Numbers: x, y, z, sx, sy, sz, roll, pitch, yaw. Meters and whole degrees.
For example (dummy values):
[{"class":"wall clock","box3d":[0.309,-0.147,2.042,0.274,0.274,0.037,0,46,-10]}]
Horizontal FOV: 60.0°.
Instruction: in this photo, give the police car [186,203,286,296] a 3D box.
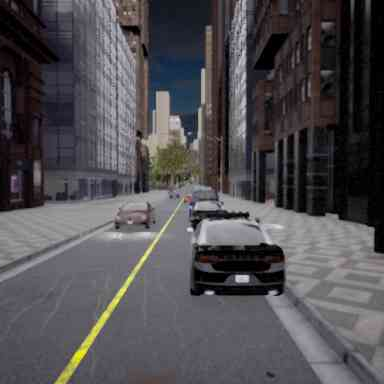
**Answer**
[{"class":"police car","box3d":[0.892,1.298,8.492,1.930,1.638,5.238,0,1,0]}]

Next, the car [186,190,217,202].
[{"class":"car","box3d":[0.873,0.856,24.407,2.150,2.045,5.566,0,1,0]}]

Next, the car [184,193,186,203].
[{"class":"car","box3d":[-0.007,0.604,48.673,2.097,1.767,4.553,0,1,0]}]

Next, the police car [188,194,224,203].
[{"class":"police car","box3d":[0.879,1.148,18.492,1.930,1.638,5.238,0,1,0]}]

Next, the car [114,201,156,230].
[{"class":"car","box3d":[-3.120,1.239,19.077,1.812,1.442,4.674,0,1,0]}]

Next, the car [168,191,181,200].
[{"class":"car","box3d":[-3.124,0.567,60.209,1.837,1.490,4.892,0,1,0]}]
